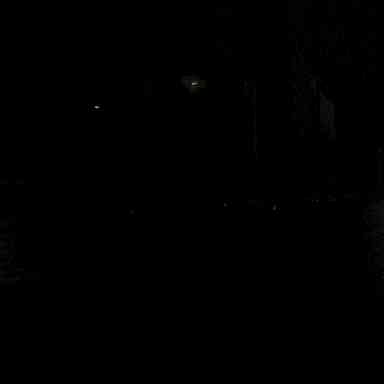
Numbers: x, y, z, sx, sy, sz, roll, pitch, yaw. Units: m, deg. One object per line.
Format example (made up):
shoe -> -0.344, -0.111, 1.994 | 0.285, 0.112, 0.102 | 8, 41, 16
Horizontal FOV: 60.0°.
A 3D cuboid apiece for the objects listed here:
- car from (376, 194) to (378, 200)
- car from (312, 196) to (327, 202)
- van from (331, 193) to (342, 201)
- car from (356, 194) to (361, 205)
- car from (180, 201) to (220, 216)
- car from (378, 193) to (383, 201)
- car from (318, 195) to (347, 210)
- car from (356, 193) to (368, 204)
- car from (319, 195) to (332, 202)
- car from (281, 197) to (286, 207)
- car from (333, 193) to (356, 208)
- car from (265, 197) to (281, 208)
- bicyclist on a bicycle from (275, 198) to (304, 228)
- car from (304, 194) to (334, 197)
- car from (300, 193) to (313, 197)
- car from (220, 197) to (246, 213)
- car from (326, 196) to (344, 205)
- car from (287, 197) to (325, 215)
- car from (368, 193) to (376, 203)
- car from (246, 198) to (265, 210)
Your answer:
car -> 36.633, 1.304, 68.670 | 1.752, 1.417, 4.829 | -1, 0, 35
car -> 26.325, 1.420, 68.766 | 1.947, 1.339, 4.313 | 0, 0, 35
van -> 35.966, 1.188, 82.667 | 1.690, 1.788, 3.998 | -1, 0, 35
car -> 23.678, 1.379, 49.999 | 1.947, 1.339, 4.313 | 0, 0, 35
car -> 0.605, 1.525, 31.699 | 1.802, 1.307, 4.206 | 0, 0, 35
car -> 42.965, 1.361, 77.795 | 1.802, 1.307, 4.206 | -1, 0, 35
car -> 17.249, 1.378, 40.734 | 1.887, 1.381, 4.507 | 0, 0, 35
car -> 26.892, 1.119, 54.633 | 2.192, 1.841, 5.009 | 0, 0, 35
car -> 29.539, 1.429, 73.398 | 1.802, 1.307, 4.206 | 0, 0, 35
car -> 13.464, 1.457, 50.233 | 1.947, 1.339, 4.313 | 0, 0, 35
car -> 20.463, 1.138, 45.368 | 2.192, 1.841, 5.009 | 0, 0, 35
car -> 10.152, 1.427, 45.458 | 1.752, 1.417, 4.829 | 0, 0, 35
bicyclist on a bicycle -> 5.339, 1.178, 18.373 | 1.656, 1.620, 0.582 | -1, 0, 35
car -> 17.398, 1.338, 45.456 | 2.128, 1.511, 4.902 | -1, 0, 35
car -> 19.894, 1.417, 59.499 | 1.887, 1.381, 4.507 | 0, 0, 35
car -> 3.818, 1.368, 36.332 | 1.967, 1.590, 4.097 | 0, 0, 35
car -> 23.262, 1.355, 53.908 | 1.812, 1.442, 4.674 | -1, 0, 35
car -> 10.820, 1.425, 31.468 | 1.947, 1.339, 4.313 | 0, 0, 35
car -> 33.321, 1.101, 63.899 | 2.192, 1.841, 5.009 | 0, 0, 35
car -> 7.034, 1.496, 40.965 | 1.802, 1.307, 4.206 | 0, 0, 35
